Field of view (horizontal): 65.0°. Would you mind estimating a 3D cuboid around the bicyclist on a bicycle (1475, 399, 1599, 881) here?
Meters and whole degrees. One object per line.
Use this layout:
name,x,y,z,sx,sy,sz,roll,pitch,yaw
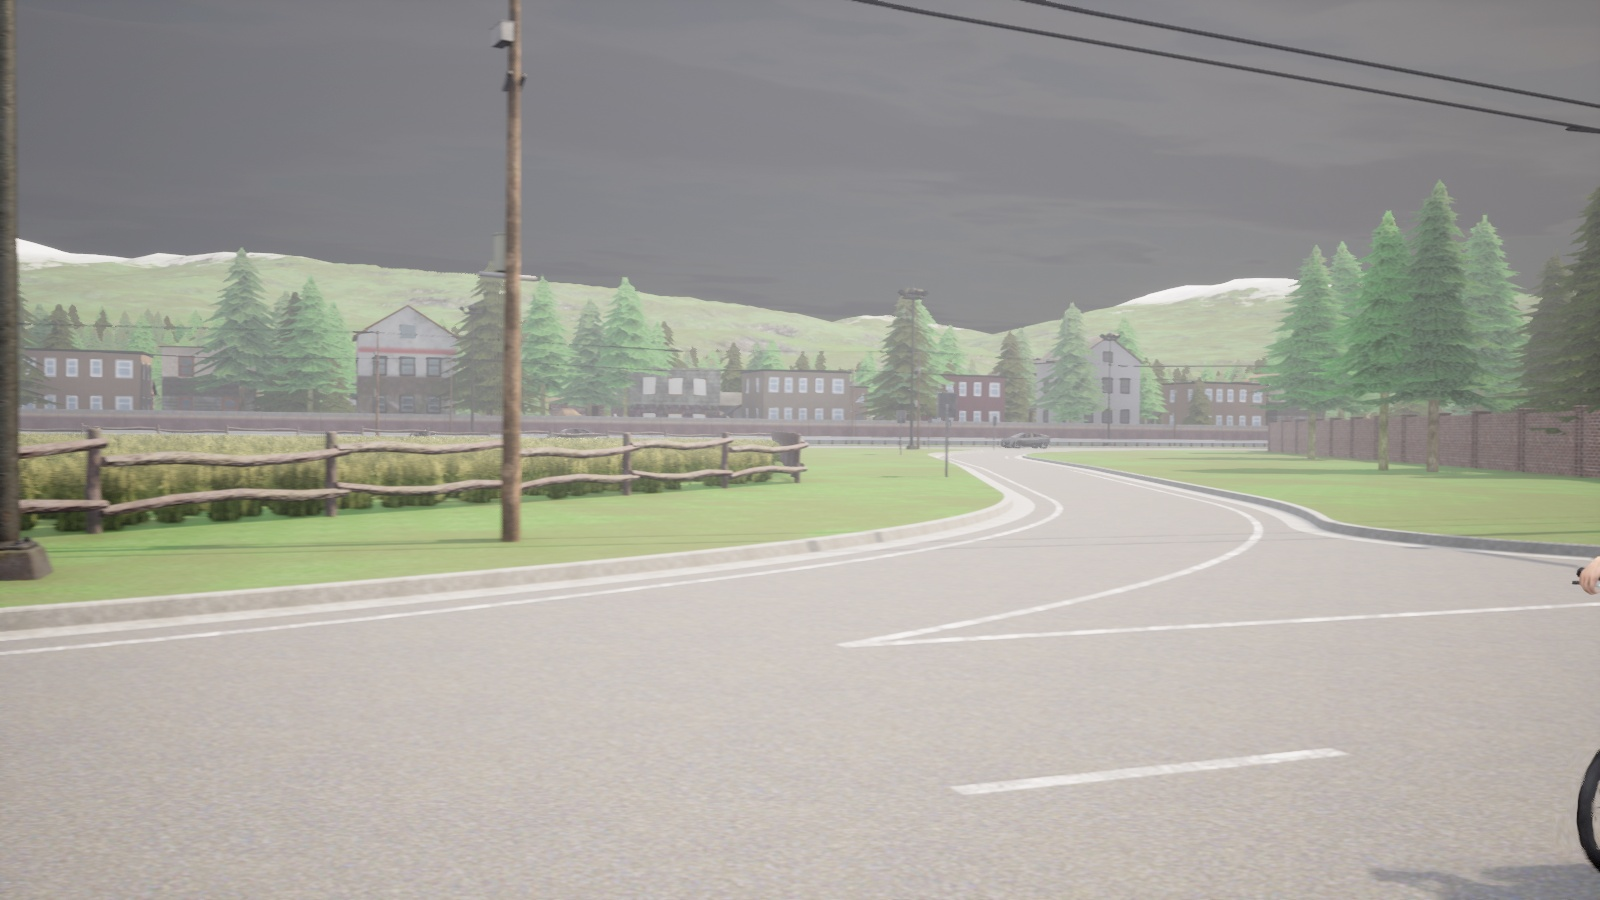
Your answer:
bicyclist on a bicycle,3.360,0.625,4.509,1.509,1.612,0.866,-1,1,-21
